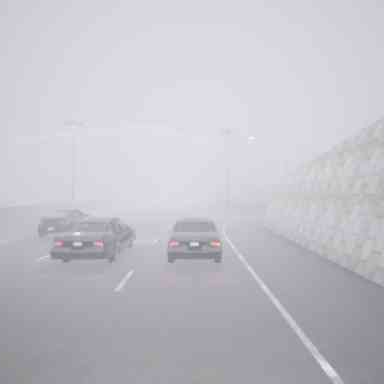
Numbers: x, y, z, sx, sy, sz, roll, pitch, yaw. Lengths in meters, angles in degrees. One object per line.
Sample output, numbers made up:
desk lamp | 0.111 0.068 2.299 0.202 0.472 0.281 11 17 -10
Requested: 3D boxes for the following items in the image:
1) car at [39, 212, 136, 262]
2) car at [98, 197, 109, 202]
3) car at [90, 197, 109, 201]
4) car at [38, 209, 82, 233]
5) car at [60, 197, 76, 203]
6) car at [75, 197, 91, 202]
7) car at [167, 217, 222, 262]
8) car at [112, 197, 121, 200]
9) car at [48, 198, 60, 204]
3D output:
car | -3.412 1.630 12.460 2.033 1.411 5.357 0 0 0
car | -24.516 2.160 92.441 1.994 1.385 4.181 0 0 0
car | -21.014 2.043 76.609 2.033 1.411 5.357 0 0 0
car | -6.916 1.648 18.558 1.812 1.442 4.674 0 0 0
car | -28.014 1.858 76.639 2.097 1.767 4.553 0 0 0
car | -24.514 2.003 76.609 1.837 1.490 4.892 0 0 0
car | 0.093 1.631 12.465 2.033 1.411 5.357 0 0 0
car | -21.016 2.085 92.442 1.882 1.535 5.008 0 0 0
car | -31.514 2.055 76.607 1.994 1.385 4.181 0 0 0
